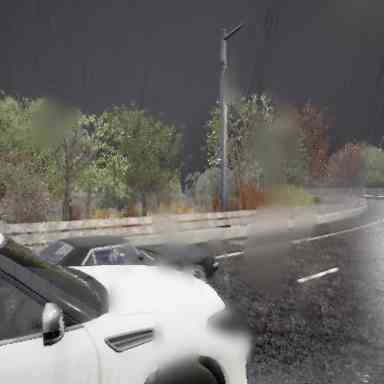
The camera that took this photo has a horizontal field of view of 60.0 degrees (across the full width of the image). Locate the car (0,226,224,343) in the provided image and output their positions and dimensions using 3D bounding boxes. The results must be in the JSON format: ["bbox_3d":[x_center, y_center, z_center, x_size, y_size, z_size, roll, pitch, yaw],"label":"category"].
[{"bbox_3d":[-1.705,1.598,7.053,4.718,1.301,1.895,0,0,-38],"label":"car"}]

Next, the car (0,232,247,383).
[{"bbox_3d":[-2.132,1.223,2.380,5.566,2.045,2.150,0,0,-35],"label":"car"}]
